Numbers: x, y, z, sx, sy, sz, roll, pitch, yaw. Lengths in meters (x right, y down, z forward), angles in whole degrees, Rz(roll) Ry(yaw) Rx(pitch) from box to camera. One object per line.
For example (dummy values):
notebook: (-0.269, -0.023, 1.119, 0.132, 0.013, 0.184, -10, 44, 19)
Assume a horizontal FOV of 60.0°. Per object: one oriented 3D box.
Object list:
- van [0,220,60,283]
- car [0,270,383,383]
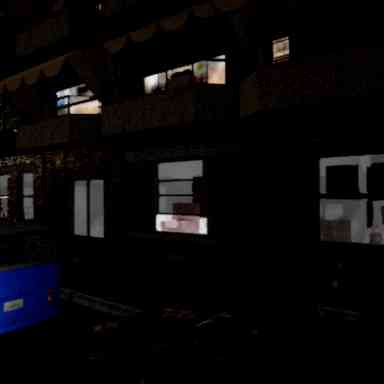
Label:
van: (-3.986, 1.341, 5.726, 3.998, 1.788, 1.690, 0, 0, 35)
car: (0.625, 1.545, 2.438, 4.507, 1.381, 1.887, 0, 0, 35)
